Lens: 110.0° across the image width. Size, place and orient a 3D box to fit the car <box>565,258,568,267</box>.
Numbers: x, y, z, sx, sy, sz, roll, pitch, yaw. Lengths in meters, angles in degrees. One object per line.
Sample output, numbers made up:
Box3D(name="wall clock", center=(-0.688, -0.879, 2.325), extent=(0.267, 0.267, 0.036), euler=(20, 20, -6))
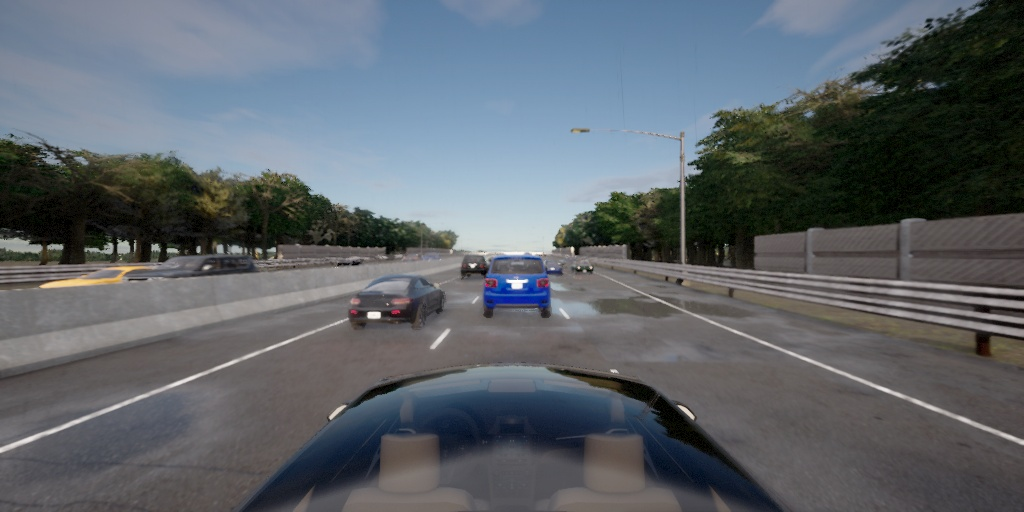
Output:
Box3D(name="car", center=(7.716, 0.965, 49.233), extent=(2.128, 1.511, 4.902), euler=(0, 1, 1))

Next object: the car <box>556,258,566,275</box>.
Box3D(name="car", center=(3.968, 1.189, 36.486), extent=(1.994, 1.385, 4.181), euler=(0, 0, 1))

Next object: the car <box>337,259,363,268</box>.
Box3D(name="car", center=(-23.790, 1.037, 52.801), extent=(1.895, 1.301, 4.718), euler=(0, 1, 2))

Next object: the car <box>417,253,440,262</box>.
Box3D(name="car", center=(-13.180, 0.571, 58.081), extent=(2.150, 2.045, 5.566), euler=(0, 1, 2))

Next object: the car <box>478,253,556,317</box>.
Box3D(name="car", center=(0.181, 0.969, 13.283), extent=(2.150, 2.045, 5.566), euler=(0, 0, 1))

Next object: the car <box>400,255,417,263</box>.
Box3D(name="car", center=(-16.675, 0.915, 58.213), extent=(1.994, 1.385, 4.181), euler=(0, 1, 2))

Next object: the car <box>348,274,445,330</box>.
Box3D(name="car", center=(-3.338, 1.275, 11.042), extent=(1.812, 1.442, 4.674), euler=(0, 0, 1))

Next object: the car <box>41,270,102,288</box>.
Box3D(name="car", center=(-17.484, 1.221, 16.118), extent=(1.882, 1.535, 5.008), euler=(0, 0, 1))

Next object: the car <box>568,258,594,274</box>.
Box3D(name="car", center=(7.382, 1.209, 38.066), extent=(1.895, 1.301, 4.718), euler=(0, 1, 3))

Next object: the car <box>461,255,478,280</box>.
Box3D(name="car", center=(-3.036, 0.895, 30.908), extent=(2.150, 2.045, 5.566), euler=(0, 0, 1))

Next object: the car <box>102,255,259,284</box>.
Box3D(name="car", center=(-13.987, 0.965, 16.045), extent=(2.150, 2.045, 5.566), euler=(0, 0, 1))
